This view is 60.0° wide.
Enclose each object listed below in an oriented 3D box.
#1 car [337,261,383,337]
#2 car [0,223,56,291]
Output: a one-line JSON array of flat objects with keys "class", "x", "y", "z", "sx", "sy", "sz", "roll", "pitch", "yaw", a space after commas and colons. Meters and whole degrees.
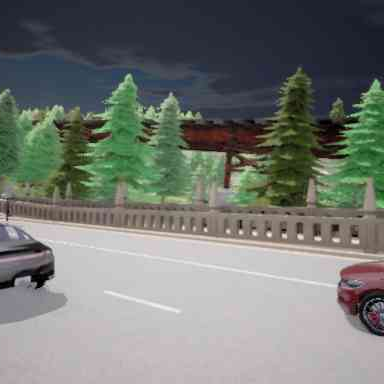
[{"class": "car", "x": 4.701, "y": 1.533, "z": 4.938, "sx": 4.674, "sy": 1.442, "sz": 1.812, "roll": 1, "pitch": 0, "yaw": 35}, {"class": "car", "x": -5.145, "y": 1.442, "z": 7.656, "sx": 4.902, "sy": 1.511, "sz": 2.128, "roll": 0, "pitch": 0, "yaw": 35}]
